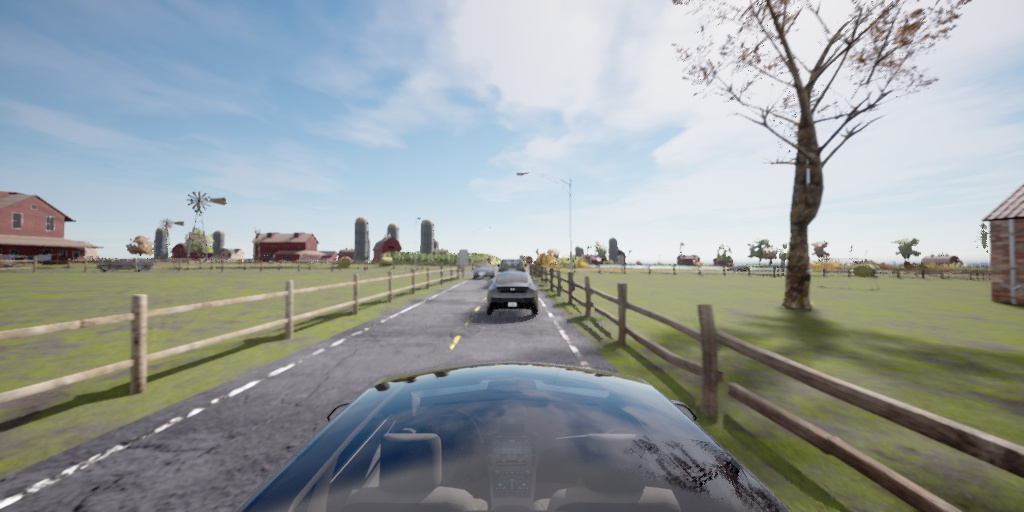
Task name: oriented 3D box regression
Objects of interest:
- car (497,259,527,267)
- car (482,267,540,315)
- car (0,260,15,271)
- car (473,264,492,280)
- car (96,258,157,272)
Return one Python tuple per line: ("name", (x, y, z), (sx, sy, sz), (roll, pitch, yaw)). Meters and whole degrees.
("car", (0.025, 1.220, 28.111), (2.150, 2.045, 5.566), (0, 0, 1))
("car", (0.040, 1.370, 14.280), (1.837, 1.490, 4.892), (0, 0, 1))
("car", (-52.500, 0.596, 35.014), (5.008, 1.535, 1.882), (1, -1, -20))
("car", (-2.799, 1.568, 36.092), (2.128, 1.511, 4.902), (0, -1, 0))
("car", (-44.125, 1.003, 41.123), (4.902, 1.511, 2.128), (1, -2, -21))
